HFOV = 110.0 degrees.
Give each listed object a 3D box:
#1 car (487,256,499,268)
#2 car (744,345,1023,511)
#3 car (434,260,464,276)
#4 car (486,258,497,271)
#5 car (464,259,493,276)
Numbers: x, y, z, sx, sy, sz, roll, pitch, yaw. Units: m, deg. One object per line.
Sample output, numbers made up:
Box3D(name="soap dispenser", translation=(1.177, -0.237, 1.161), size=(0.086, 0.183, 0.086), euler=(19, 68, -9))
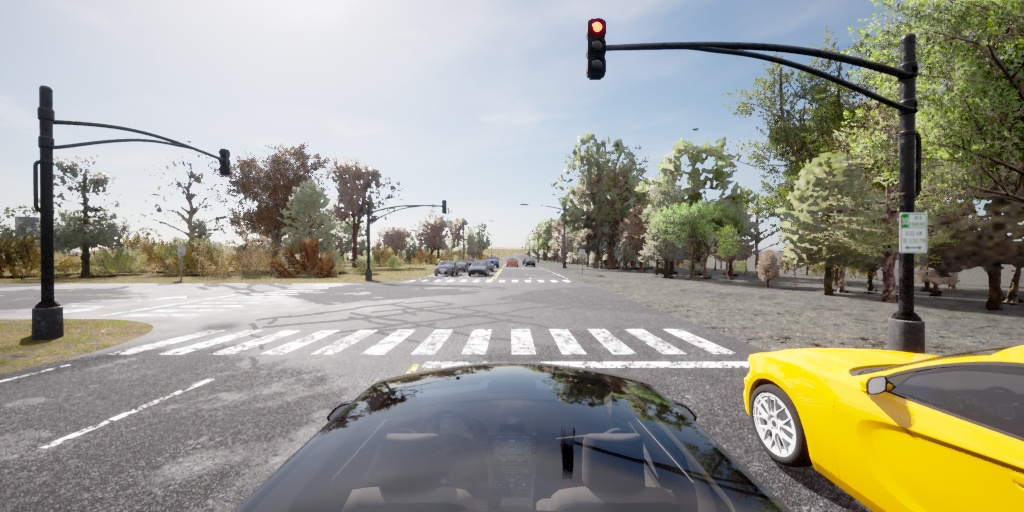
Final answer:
Box3D(name="car", translation=(-3.314, 0.975, 59.818), size=(2.150, 2.045, 5.566), euler=(0, 0, 0))
Box3D(name="car", translation=(3.363, 1.195, 1.746), size=(1.882, 1.535, 5.008), euler=(0, 1, 0))
Box3D(name="car", translation=(-6.586, 1.242, 36.465), size=(2.128, 1.511, 4.902), euler=(0, 0, 0))
Box3D(name="car", translation=(-3.330, 1.315, 45.922), size=(1.994, 1.385, 4.181), euler=(0, 0, 0))
Box3D(name="car", translation=(-3.338, 1.298, 36.687), size=(2.033, 1.411, 5.357), euler=(0, 0, 0))
